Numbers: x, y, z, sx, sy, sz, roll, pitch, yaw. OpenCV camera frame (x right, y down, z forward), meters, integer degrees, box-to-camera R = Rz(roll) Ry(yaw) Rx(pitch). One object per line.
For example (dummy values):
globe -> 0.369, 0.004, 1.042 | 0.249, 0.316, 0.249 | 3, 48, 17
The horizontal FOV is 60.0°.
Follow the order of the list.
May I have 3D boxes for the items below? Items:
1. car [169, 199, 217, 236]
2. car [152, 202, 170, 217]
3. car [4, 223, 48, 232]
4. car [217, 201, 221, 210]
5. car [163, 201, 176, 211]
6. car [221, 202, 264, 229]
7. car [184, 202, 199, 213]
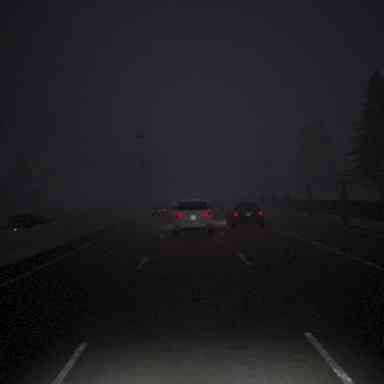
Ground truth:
car -> 0.045, 1.447, 20.342 | 2.150, 2.045, 5.566 | -2, -1, 0
car -> -3.527, 2.129, 38.733 | 2.033, 1.411, 5.357 | -2, -1, 1
car -> -10.635, 2.177, 21.079 | 2.128, 1.511, 4.902 | -2, -1, 0
car -> 3.417, 1.991, 47.879 | 1.895, 1.301, 4.718 | -2, -1, 0
car -> -3.712, 2.350, 56.347 | 1.994, 1.385, 4.181 | -2, -1, -1
car -> 3.534, 1.460, 23.057 | 2.097, 1.767, 4.553 | -2, -1, 0
car -> -0.076, 2.134, 47.440 | 1.895, 1.301, 4.718 | -2, -1, 0
